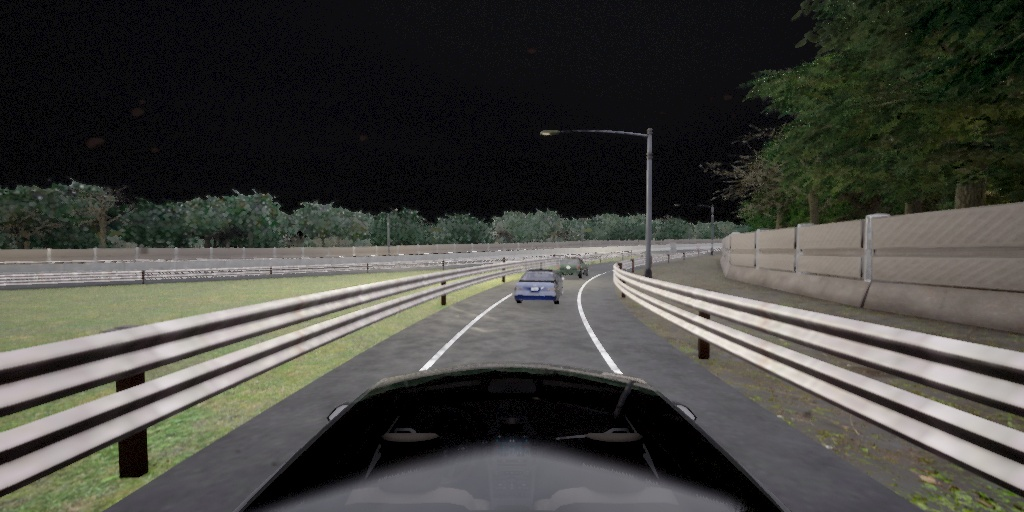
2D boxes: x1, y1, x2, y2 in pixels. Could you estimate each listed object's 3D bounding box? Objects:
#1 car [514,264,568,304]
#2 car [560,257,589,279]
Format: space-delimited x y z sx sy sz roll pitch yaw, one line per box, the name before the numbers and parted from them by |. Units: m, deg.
car | 1.311 1.282 16.107 2.033 1.411 5.357 0 0 10
car | 5.190 0.898 30.222 2.097 1.767 4.553 1 1 20
